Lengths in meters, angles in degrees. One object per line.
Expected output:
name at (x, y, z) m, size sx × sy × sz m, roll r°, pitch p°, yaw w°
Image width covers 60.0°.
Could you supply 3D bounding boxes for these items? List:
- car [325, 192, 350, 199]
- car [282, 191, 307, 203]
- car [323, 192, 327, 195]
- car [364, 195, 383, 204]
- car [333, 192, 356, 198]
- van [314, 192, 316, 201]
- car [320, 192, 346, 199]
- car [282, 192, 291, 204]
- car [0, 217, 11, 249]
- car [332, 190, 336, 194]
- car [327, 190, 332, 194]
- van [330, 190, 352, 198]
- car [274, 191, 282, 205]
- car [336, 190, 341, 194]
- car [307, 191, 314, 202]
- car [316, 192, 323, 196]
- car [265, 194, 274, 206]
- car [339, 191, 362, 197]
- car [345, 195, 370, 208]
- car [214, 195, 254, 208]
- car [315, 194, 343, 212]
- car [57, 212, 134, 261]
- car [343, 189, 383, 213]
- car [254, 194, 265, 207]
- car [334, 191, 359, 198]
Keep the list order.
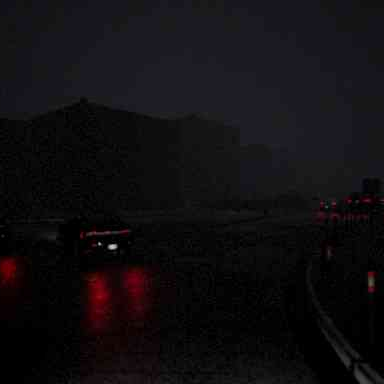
car at (33.500, 0.696, 76.795) m, size 4.892 × 1.521 × 2.231 m, roll 0°, pitch 1°, yaw 40°
car at (15.718, 0.811, 55.724) m, size 5.566 × 2.045 × 2.435 m, roll 0°, pitch 1°, yaw 40°
car at (22.819, 0.778, 64.164) m, size 4.553 × 1.767 × 2.185 m, roll 0°, pitch 1°, yaw 40°
car at (27.881, 1.110, 50.781) m, size 1.895 × 1.301 × 4.718 m, roll 0°, pitch 1°, yaw 40°
car at (37.048, 0.674, 81.016) m, size 4.674 × 1.452 × 2.002 m, roll 0°, pitch 1°, yaw 40°
van at (19.380, 0.756, 59.849) m, size 4.442 × 1.987 × 1.878 m, roll 0°, pitch 1°, yaw 40°
car at (31.725, 0.728, 74.687) m, size 4.892 × 1.521 × 2.231 m, roll 0°, pitch 1°, yaw 40°
car at (12.187, 1.143, 51.494) m, size 4.892 × 1.521 × 2.231 m, roll 0°, pitch 1°, yaw 40°
car at (-8.994, 1.503, 13.719) m, size 2.128 × 1.511 × 4.902 m, roll 0°, pitch 0°, yaw -43°
car at (26.418, 0.704, 68.343) m, size 4.553 × 1.767 × 2.185 m, roll 0°, pitch 1°, yaw 40°
car at (24.594, 0.741, 66.273) m, size 4.553 × 1.767 × 2.185 m, roll 0°, pitch 1°, yaw 40°
van at (35.439, 0.437, 78.926) m, size 4.442 × 1.987 × 1.878 m, roll 0°, pitch 1°, yaw 40°
car at (10.436, 1.052, 49.356) m, size 4.553 × 1.767 × 2.185 m, roll 0°, pitch 1°, yaw 40°
car at (28.175, 0.796, 70.469) m, size 4.892 × 1.521 × 2.231 m, roll 0°, pitch 1°, yaw 40°
car at (17.659, 1.019, 57.698) m, size 5.366 × 1.575 × 1.946 m, roll 0°, pitch 1°, yaw 40°
car at (21.064, 0.943, 62.040) m, size 5.008 × 1.535 × 2.097 m, roll 0°, pitch 1°, yaw 40°
car at (8.640, 1.251, 47.266) m, size 4.674 × 1.452 × 2.002 m, roll 0°, pitch 1°, yaw 40°
car at (40.602, 0.578, 85.232) m, size 4.892 × 1.521 × 2.231 m, roll 0°, pitch 1°, yaw 40°
car at (21.625, 1.162, 43.291) m, size 1.837 × 1.490 × 4.892 m, roll 0°, pitch 1°, yaw 40°
car at (5.107, 1.148, 43.025) m, size 4.553 × 1.767 × 2.185 m, roll 0°, pitch 1°, yaw 40°
car at (15.226, 1.302, 35.681) m, size 1.812 × 1.442 × 4.674 m, roll 0°, pitch 0°, yaw 41°
car at (-3.733, 1.490, 12.410) m, size 2.128 × 1.511 × 4.902 m, roll 0°, pitch 0°, yaw -31°
car at (17.498, 0.994, 33.735) m, size 2.150 × 2.045 × 5.566 m, roll 0°, pitch 0°, yaw 40°
car at (6.859, 1.245, 45.163) m, size 5.008 × 1.535 × 2.097 m, roll 0°, pitch 0°, yaw 40°
car at (38.680, 0.602, 83.247) m, size 5.366 × 1.575 × 1.946 m, roll 0°, pitch 1°, yaw 40°
